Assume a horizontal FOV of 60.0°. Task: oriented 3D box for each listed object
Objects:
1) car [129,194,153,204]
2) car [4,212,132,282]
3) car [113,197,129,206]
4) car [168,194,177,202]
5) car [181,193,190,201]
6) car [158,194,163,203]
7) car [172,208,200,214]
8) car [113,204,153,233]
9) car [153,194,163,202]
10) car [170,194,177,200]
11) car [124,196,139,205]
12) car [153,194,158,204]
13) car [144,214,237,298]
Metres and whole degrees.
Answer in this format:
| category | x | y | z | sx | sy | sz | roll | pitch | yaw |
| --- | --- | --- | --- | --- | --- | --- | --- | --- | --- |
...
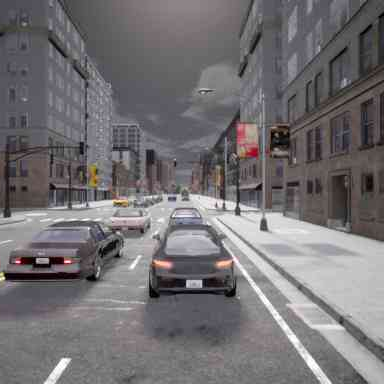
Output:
| category | x | y | z | sx | sy | sz | roll | pitch | yaw |
| --- | --- | --- | --- | --- | --- | --- | --- | --- | --- |
| car | -7.577 | 1.512 | 50.021 | 2.128 | 1.511 | 4.902 | 0 | 0 | -1 |
| car | -3.314 | 1.549 | 9.767 | 2.033 | 1.411 | 5.357 | 0 | 0 | -1 |
| car | -10.860 | 1.499 | 51.494 | 1.882 | 1.535 | 5.008 | 0 | 0 | -1 |
| car | -4.847 | 1.500 | 80.285 | 1.882 | 1.535 | 5.008 | 0 | 0 | -1 |
| car | -1.606 | 1.618 | 80.797 | 1.895 | 1.301 | 4.718 | 0 | 0 | -1 |
| car | -7.874 | 1.551 | 69.244 | 2.128 | 1.511 | 4.902 | 0 | 0 | -1 |
| car | -0.334 | 1.552 | 18.016 | 2.033 | 1.411 | 5.357 | 0 | 0 | -1 |
| car | -3.513 | 1.606 | 19.432 | 1.895 | 1.301 | 4.718 | 0 | 0 | -1 |
| car | -8.081 | 1.368 | 79.475 | 2.097 | 1.767 | 4.553 | 0 | 0 | -1 |
| car | -5.059 | 1.395 | 90.702 | 1.837 | 1.490 | 4.892 | 0 | 0 | -1 |
| car | -11.011 | 1.550 | 60.716 | 1.812 | 1.442 | 4.674 | 0 | 0 | -1 |
| car | -7.748 | 1.515 | 59.374 | 2.128 | 1.511 | 4.902 | 0 | 0 | -1 |
| car | -0.038 | 1.527 | 8.429 | 1.812 | 1.442 | 4.674 | 0 | 0 | -2 |
